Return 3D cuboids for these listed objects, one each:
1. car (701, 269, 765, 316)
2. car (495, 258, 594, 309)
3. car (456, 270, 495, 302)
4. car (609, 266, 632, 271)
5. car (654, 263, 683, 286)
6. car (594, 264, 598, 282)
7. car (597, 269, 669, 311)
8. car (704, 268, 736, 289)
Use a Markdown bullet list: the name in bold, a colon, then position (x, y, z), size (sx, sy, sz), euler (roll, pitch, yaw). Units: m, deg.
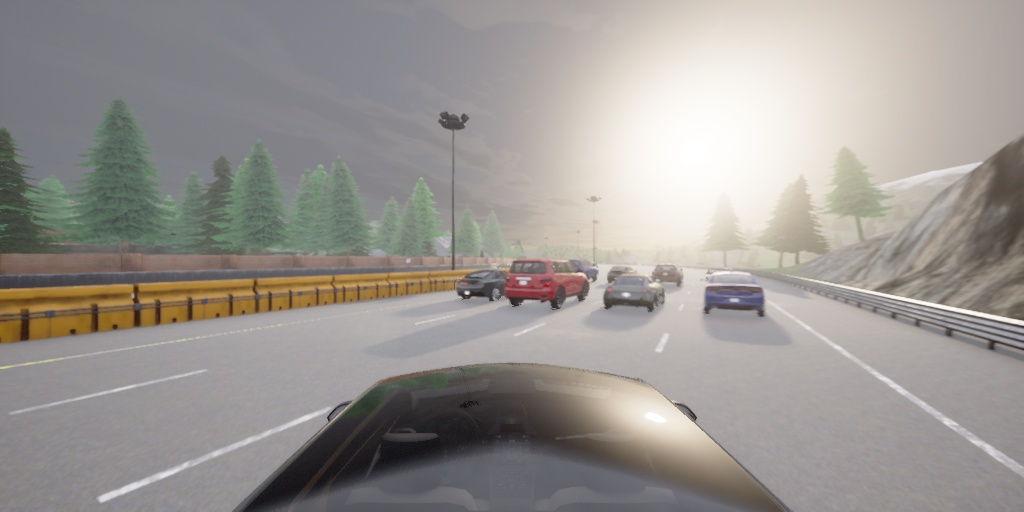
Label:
- **car**: position (8.704, 1.351, 14.276), size (1.882, 1.535, 5.008), euler (0, 0, 29)
- **car**: position (1.718, 1.128, 16.120), size (2.150, 2.045, 5.566), euler (0, 0, 29)
- **car**: position (-0.897, 1.440, 18.615), size (1.837, 1.490, 4.892), euler (0, 0, 29)
- **car**: position (9.302, 1.551, 30.162), size (1.837, 1.490, 4.892), euler (0, 0, 28)
- **car**: position (12.338, 1.372, 28.420), size (2.097, 1.767, 4.553), euler (0, -1, 28)
- **car**: position (5.790, 1.282, 31.016), size (2.150, 2.045, 5.566), euler (0, 0, 28)
- **car**: position (5.322, 1.455, 15.398), size (1.994, 1.385, 4.181), euler (0, -1, 29)
- **car**: position (15.332, 1.599, 26.592), size (1.895, 1.301, 4.718), euler (0, -1, 28)
